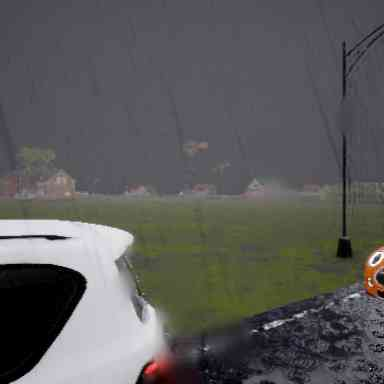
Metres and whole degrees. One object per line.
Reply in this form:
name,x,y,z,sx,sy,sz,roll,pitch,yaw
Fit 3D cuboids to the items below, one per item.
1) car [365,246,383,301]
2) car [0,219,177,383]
car,5.689,1.333,7.102,4.553,1.767,2.097,0,0,-35
car,-2.645,1.226,1.195,5.566,2.045,2.150,0,0,-36
